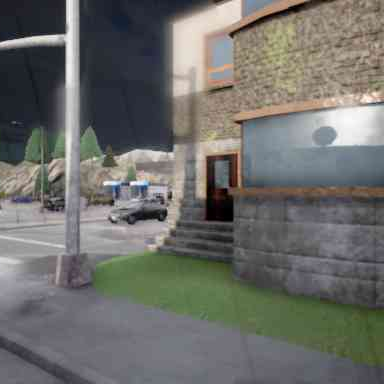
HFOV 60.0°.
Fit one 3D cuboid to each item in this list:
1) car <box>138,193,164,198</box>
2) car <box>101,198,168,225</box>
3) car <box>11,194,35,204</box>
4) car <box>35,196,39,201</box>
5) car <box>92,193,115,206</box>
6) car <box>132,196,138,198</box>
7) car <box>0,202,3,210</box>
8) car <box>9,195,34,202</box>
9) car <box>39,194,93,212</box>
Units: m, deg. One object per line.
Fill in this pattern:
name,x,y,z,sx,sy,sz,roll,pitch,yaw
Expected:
car,-5.936,1.099,52.035,1.905,1.878,3.866,0,0,35
car,-3.525,1.352,22.548,1.812,1.442,4.674,0,0,35
car,-31.061,1.347,61.075,1.845,1.501,3.633,0,0,35
car,-22.924,1.323,55.274,2.007,1.523,4.514,0,0,35
car,-13.161,1.120,47.505,1.932,1.855,4.605,0,0,35
car,-8.299,1.384,54.452,1.970,1.475,3.806,0,0,35
car,-20.327,1.255,31.680,1.970,1.475,3.806,0,0,35
car,-38.900,1.370,75.945,2.007,1.523,4.514,0,0,35
car,-13.268,1.320,35.324,2.007,1.523,4.514,0,0,35
